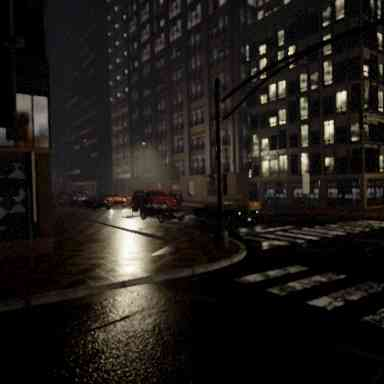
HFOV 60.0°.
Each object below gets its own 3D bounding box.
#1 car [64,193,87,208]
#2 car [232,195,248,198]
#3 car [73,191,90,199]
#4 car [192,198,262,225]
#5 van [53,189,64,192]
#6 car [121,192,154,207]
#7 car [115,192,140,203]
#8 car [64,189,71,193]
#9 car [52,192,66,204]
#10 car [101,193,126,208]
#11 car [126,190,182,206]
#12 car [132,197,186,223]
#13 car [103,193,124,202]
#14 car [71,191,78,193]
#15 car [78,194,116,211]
[{"bbox_3d":[-12.976,1.114,38.613,2.008,1.369,4.403,-2,1,-35],"label":"car"},{"bbox_3d":[3.868,0.983,28.926,1.752,1.417,4.829,-2,1,-35],"label":"car"},{"bbox_3d":[-22.161,0.583,66.606,1.887,1.381,4.507,-2,1,-35],"label":"car"},{"bbox_3d":[2.103,1.285,21.389,1.895,1.301,4.718,-2,2,-35],"label":"car"},{"bbox_3d":[-31.794,0.221,80.517,1.690,1.788,3.998,-2,1,-35],"label":"van"},{"bbox_3d":[-6.551,0.885,39.483,1.882,1.535,5.008,-2,2,-35],"label":"car"},{"bbox_3d":[-9.320,0.792,48.051,1.887,1.381,4.507,-2,1,-35],"label":"car"},{"bbox_3d":[-25.372,0.426,71.243,1.967,1.590,4.097,-2,1,-35],"label":"car"},{"bbox_3d":[-19.397,1.042,47.894,1.802,1.307,4.206,-2,1,-35],"label":"car"},{"bbox_3d":[-9.098,0.861,37.551,2.097,1.767,4.553,-2,2,-35],"label":"car"},{"bbox_3d":[-3.493,0.819,29.431,2.150,2.045,5.566,-2,2,-34],"label":"car"},{"bbox_3d":[-2.114,1.283,22.968,2.008,1.369,4.403,-2,1,-35],"label":"car"},{"bbox_3d":[-12.530,0.777,52.690,1.802,1.307,4.206,-2,1,-35],"label":"car"},{"bbox_3d":[-19.020,0.771,57.492,1.994,1.385,4.181,-2,2,-35],"label":"car"},{"bbox_3d":[-9.764,1.180,33.975,1.947,1.339,4.313,-2,1,-35],"label":"car"}]
